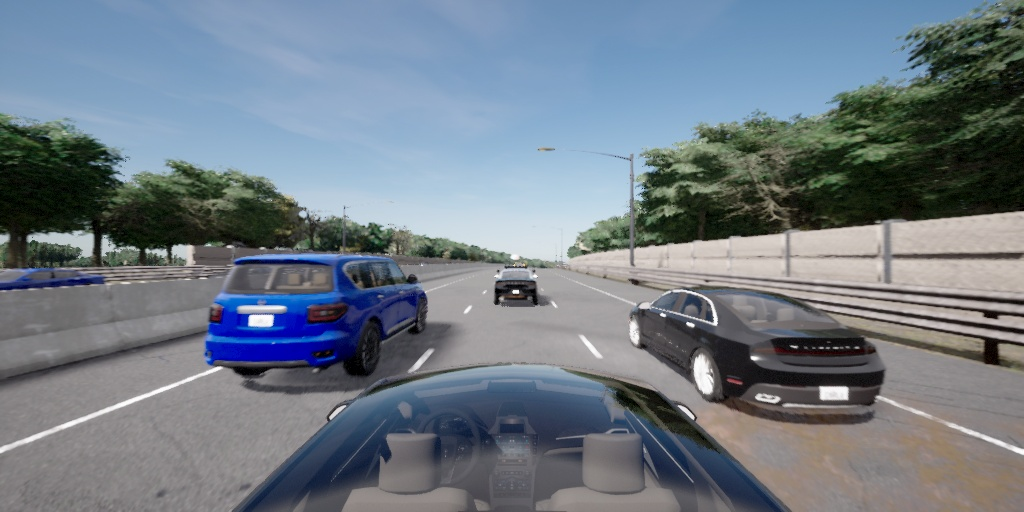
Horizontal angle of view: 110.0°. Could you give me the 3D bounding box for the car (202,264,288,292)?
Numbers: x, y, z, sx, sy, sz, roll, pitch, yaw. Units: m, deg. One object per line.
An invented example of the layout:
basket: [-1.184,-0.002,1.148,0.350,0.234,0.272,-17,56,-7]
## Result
car: [-17.391,1.364,23.785,1.882,1.535,5.008,0,-1,1]

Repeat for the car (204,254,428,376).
car: [-3.432,0.995,7.616,2.150,2.045,5.566,0,0,0]

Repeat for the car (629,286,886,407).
car: [3.605,1.284,6.425,1.837,1.490,4.892,0,0,0]

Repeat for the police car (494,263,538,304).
police car: [0.193,1.275,17.285,1.930,1.638,5.238,0,0,1]

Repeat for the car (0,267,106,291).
car: [-21.015,1.283,15.557,1.882,1.535,5.008,0,0,1]
